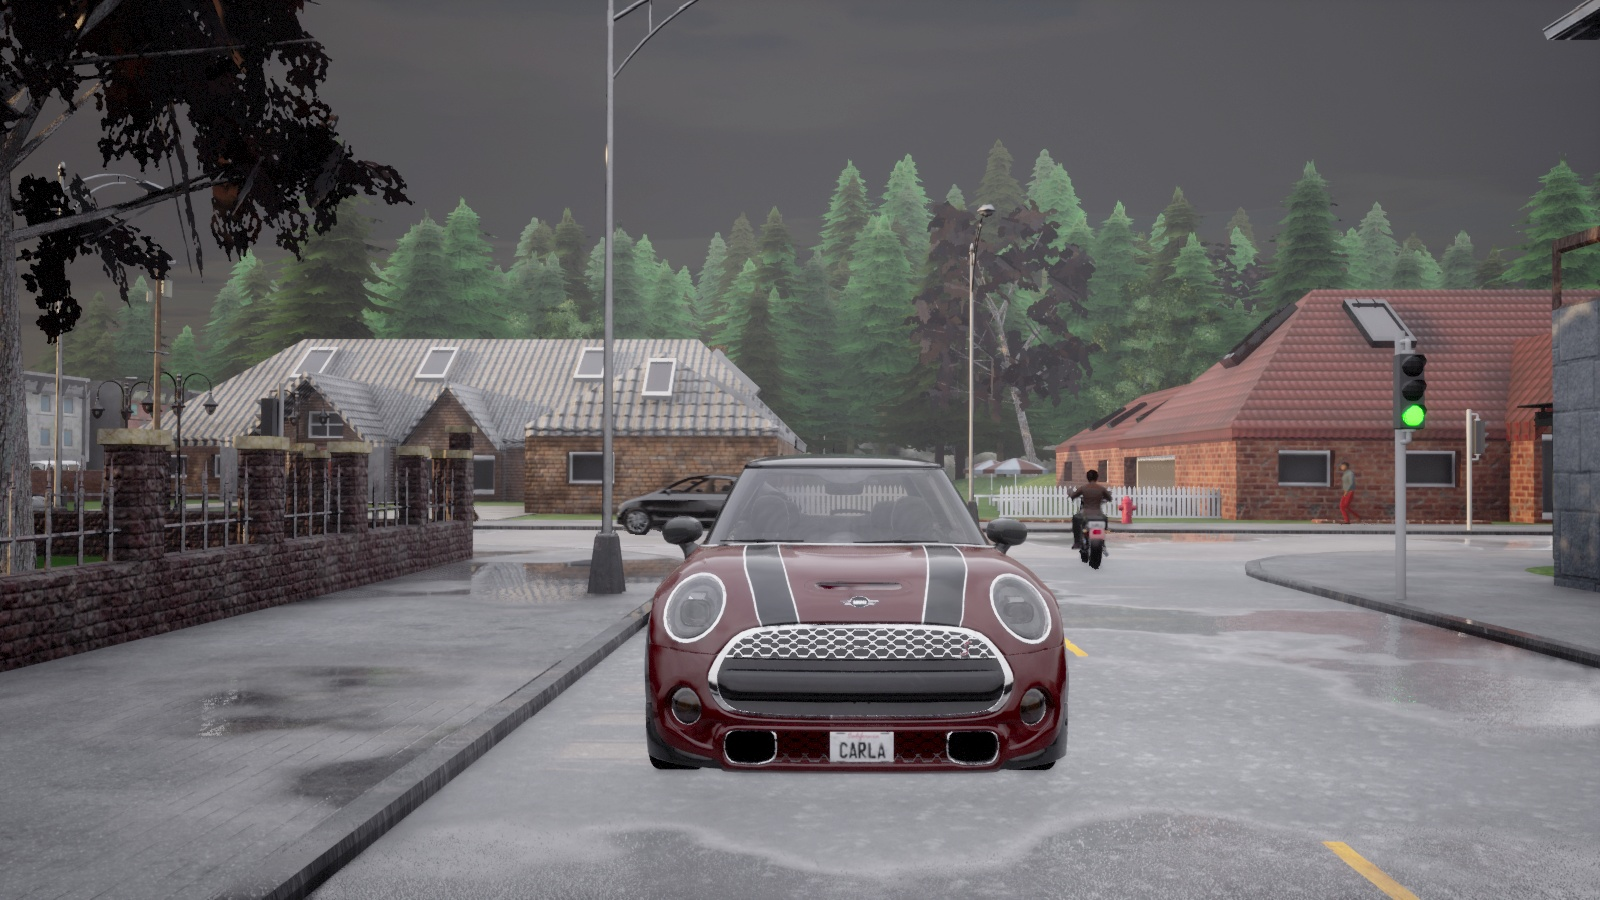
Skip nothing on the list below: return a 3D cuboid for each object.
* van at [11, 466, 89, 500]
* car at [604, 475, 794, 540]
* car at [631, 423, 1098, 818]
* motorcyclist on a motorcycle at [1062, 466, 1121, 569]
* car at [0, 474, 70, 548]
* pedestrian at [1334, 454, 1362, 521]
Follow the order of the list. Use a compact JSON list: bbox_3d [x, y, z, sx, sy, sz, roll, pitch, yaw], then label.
[{"bbox_3d":[-46.843,2.041,78.569,2.069,2.038,4.480,0,-1,2],"label":"van"},{"bbox_3d":[-2.421,1.343,30.136,4.193,1.474,1.816,-1,-1,23],"label":"car"},{"bbox_3d":[0.271,0.805,7.943,2.097,1.767,4.553,0,-1,0],"label":"car"},{"bbox_3d":[4.914,1.102,21.275,0.766,1.649,2.350,0,-1,8],"label":"motorcyclist on a motorcycle"},{"bbox_3d":[-18.574,1.289,27.041,4.514,1.525,2.007,0,-1,0],"label":"car"},{"bbox_3d":[15.313,1.051,35.115,0.614,1.847,0.353,0,-1,0],"label":"pedestrian"}]
